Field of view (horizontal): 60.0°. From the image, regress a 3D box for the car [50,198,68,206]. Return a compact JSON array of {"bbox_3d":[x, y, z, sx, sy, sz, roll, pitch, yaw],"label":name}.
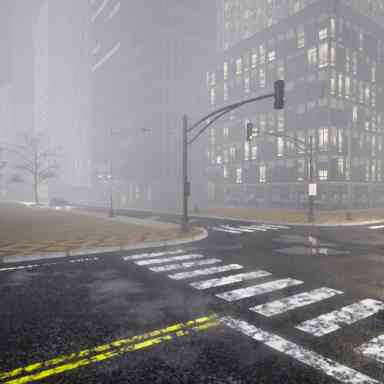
[{"bbox_3d":[-21.724,1.606,54.213,1.895,1.301,4.718,0,0,-35],"label":"car"}]
